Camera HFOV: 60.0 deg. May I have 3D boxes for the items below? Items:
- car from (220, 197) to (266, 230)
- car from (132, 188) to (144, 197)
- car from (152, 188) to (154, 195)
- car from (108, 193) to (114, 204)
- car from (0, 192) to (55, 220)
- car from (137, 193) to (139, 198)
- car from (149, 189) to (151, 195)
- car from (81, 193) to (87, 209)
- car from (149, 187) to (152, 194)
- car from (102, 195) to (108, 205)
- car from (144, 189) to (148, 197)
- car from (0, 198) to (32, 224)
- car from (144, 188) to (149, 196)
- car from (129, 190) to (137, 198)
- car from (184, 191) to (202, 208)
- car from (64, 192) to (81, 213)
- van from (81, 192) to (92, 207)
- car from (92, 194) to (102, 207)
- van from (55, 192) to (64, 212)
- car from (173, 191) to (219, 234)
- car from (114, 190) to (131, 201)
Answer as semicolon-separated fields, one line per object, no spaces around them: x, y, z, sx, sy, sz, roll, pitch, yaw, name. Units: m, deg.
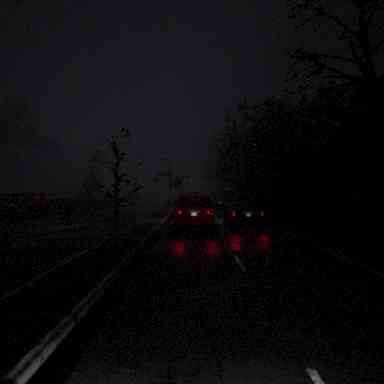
3.100;1.266;20.398;2.097;1.767;4.553;0;1;0;car
-13.809;0.511;70.697;5.566;2.045;2.435;-1;1;-20;car
-13.820;0.328;91.702;4.674;1.452;2.002;-1;1;-20;car
-13.822;1.114;46.681;4.792;1.488;2.163;-1;1;-20;car
-13.891;1.100;25.749;5.566;2.045;2.435;-1;1;-20;car
-13.838;0.848;67.682;4.674;1.452;2.002;-1;1;-20;car
-13.824;0.490;85.705;4.674;1.452;2.002;-1;1;-20;car
-13.850;1.238;34.716;4.892;1.521;2.231;-1;1;-20;car
-13.852;0.244;88.688;4.553;1.767;2.185;-1;1;-20;car
-13.845;1.163;43.663;4.674;1.452;2.002;-1;1;-20;car
-13.656;0.643;76.754;5.366;1.575;1.946;-1;1;-20;car
-13.860;1.423;22.781;4.674;1.452;2.002;-1;1;-20;car
-13.854;0.337;79.676;5.566;2.045;2.435;-1;1;-20;car
-14.008;0.852;64.609;5.366;1.575;1.946;-1;1;-20;car
0.102;0.869;42.063;2.150;2.045;5.566;0;1;0;car
-13.836;1.024;31.745;5.566;2.045;2.435;-1;1;-20;car
-13.965;0.976;37.653;4.442;1.987;1.878;-1;1;-20;van
-13.824;1.035;40.689;4.553;1.767;2.185;-1;1;-20;car
-13.755;1.086;28.792;4.442;1.987;1.878;-1;1;-20;van
0.101;1.149;18.975;2.150;2.045;5.566;0;1;0;car
-13.814;0.961;58.686;4.792;1.488;2.163;-1;1;-20;car
